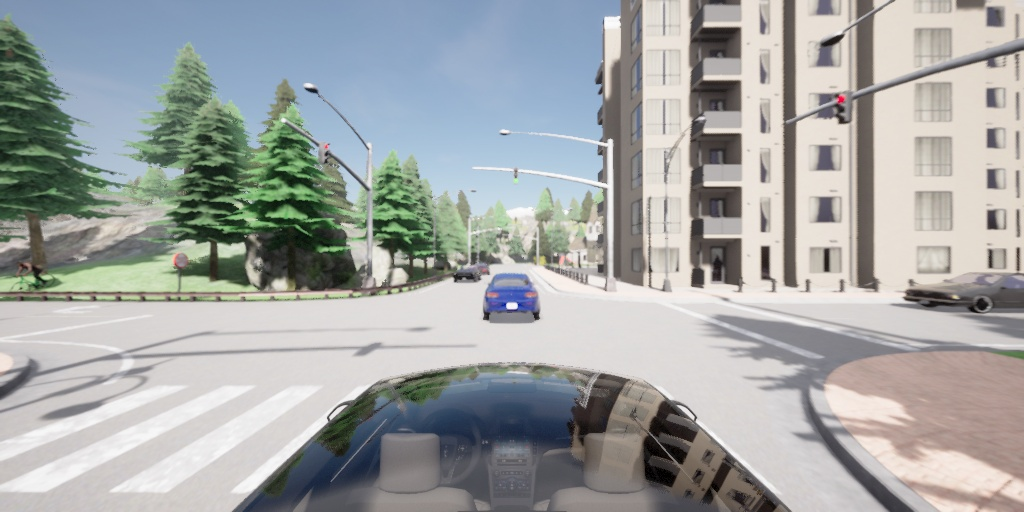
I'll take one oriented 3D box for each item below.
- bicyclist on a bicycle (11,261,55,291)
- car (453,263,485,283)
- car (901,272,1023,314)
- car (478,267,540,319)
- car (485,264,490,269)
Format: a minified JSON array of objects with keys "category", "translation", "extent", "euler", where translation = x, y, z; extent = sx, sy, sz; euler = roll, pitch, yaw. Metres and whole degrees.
[{"category":"bicyclist on a bicycle","translation":[-23.497,0.970,17.493],"extent":[0.582,1.620,1.656],"euler":[4,19,0]},{"category":"car","translation":[-3.621,1.443,29.701],"extent":[1.895,1.301,4.718],"euler":[0,0,1]},{"category":"car","translation":[17.946,1.306,13.234],"extent":[5.357,1.411,2.033],"euler":[0,0,1]},{"category":"car","translation":[-0.026,1.308,12.836],"extent":[1.812,1.442,4.674],"euler":[0,0,-1]},{"category":"car","translation":[-3.479,1.427,40.239],"extent":[1.994,1.385,4.181],"euler":[0,0,1]}]
